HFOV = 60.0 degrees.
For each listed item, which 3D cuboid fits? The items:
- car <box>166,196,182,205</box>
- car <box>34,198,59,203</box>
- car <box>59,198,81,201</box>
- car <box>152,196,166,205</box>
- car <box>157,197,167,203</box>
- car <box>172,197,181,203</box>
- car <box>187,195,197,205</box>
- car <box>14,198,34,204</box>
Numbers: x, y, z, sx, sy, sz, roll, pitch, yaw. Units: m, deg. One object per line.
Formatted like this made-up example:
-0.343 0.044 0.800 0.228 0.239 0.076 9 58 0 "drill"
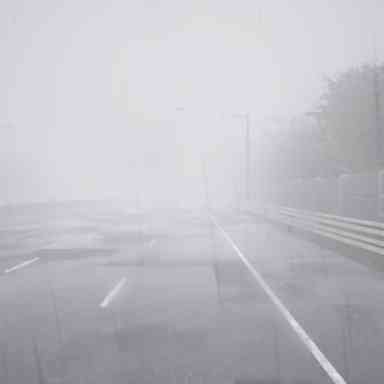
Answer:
-3.498 1.670 67.667 2.097 1.767 4.553 0 -1 0 "car"
-21.040 1.607 49.446 1.837 1.490 4.892 0 0 1 "car"
-17.540 1.630 49.385 1.812 1.442 4.674 0 0 1 "car"
-6.998 1.912 67.758 1.895 1.301 4.718 0 -1 0 "car"
-6.996 1.823 77.733 1.837 1.490 4.892 0 -1 0 "car"
-3.496 1.823 77.733 1.837 1.490 4.892 0 -1 0 "car"
0.002 1.873 67.728 1.994 1.385 4.181 0 -1 0 "car"
-24.535 1.629 49.318 1.812 1.442 4.674 0 0 1 "car"
